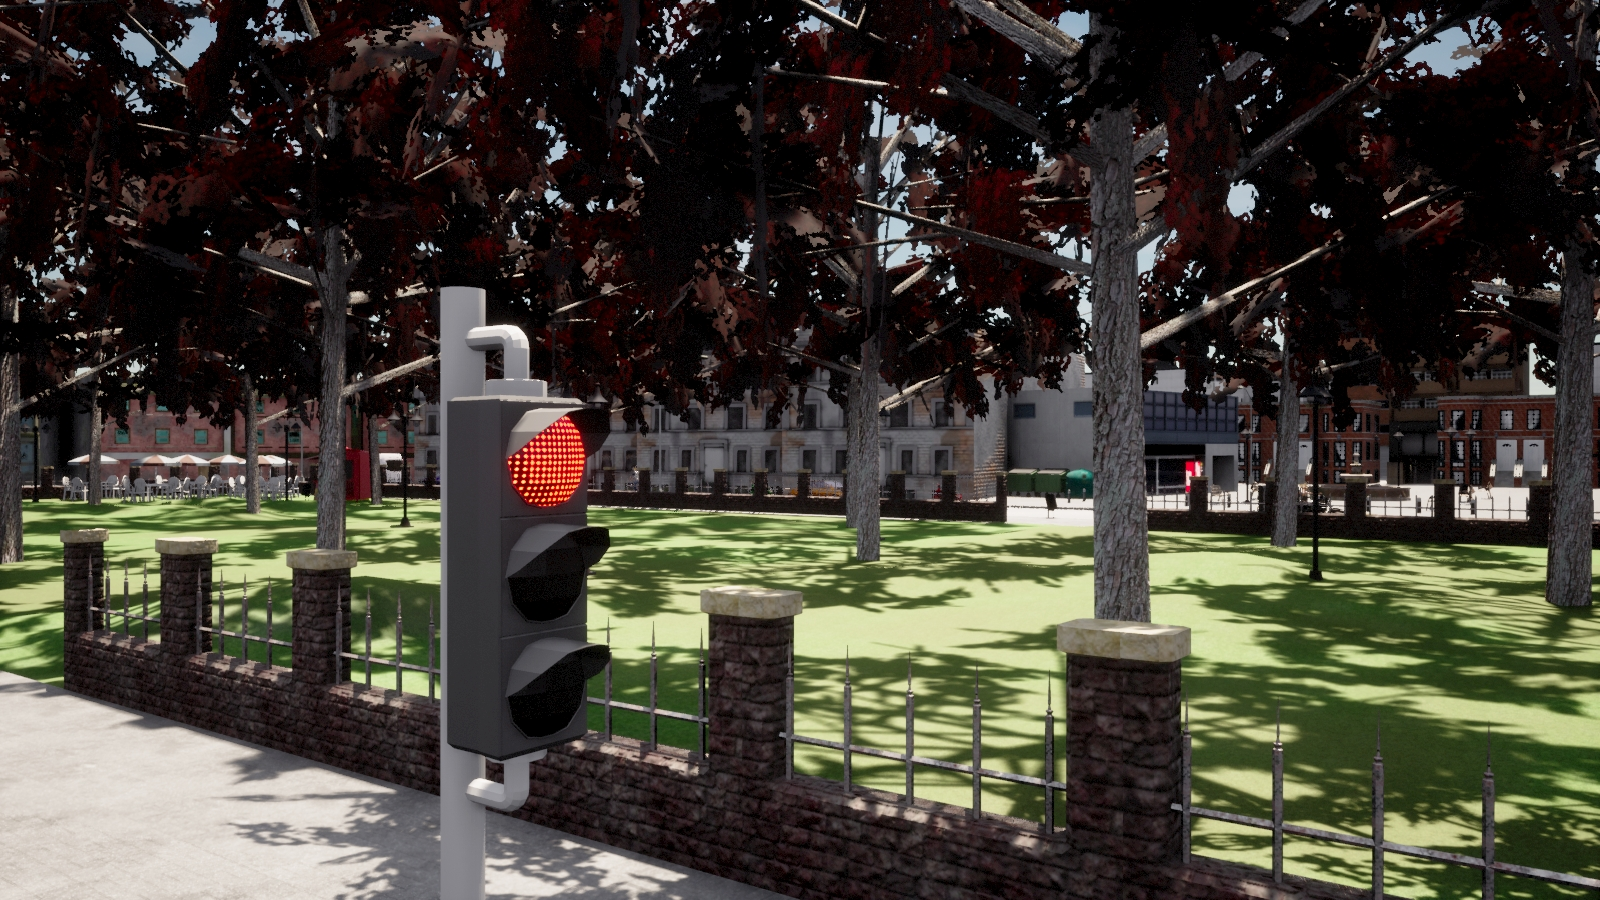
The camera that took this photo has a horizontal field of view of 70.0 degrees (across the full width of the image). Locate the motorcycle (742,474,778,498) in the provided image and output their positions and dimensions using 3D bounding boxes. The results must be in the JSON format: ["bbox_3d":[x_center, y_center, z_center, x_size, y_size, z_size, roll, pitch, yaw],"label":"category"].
[{"bbox_3d":[-2.187,1.962,61.941,1.805,1.236,0.856,0,0,36],"label":"motorcycle"}]

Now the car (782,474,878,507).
[{"bbox_3d":[1.409,1.898,54.403,4.181,1.385,1.994,0,0,36],"label":"car"}]

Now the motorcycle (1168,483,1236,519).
[{"bbox_3d":[15.516,1.950,44.146,2.356,1.277,0.764,0,0,36],"label":"motorcycle"}]

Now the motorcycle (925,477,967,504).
[{"bbox_3d":[7.052,1.962,55.225,1.805,1.236,0.856,0,0,36],"label":"motorcycle"}]
